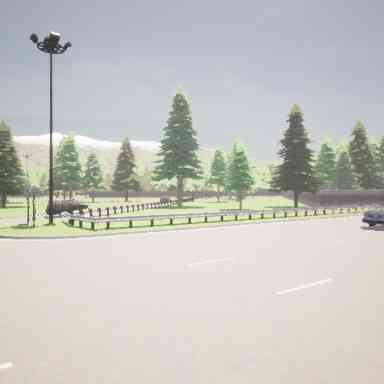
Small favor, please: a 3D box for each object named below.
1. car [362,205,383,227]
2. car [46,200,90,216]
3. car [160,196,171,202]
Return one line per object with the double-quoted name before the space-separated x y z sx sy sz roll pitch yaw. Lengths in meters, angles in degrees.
"car" 13.206 1.547 21.719 5.357 1.411 2.033 0 0 -35
"car" -11.534 1.491 31.357 2.128 1.511 4.902 0 0 16
"car" -5.562 1.525 69.783 1.812 1.442 4.674 0 0 5
